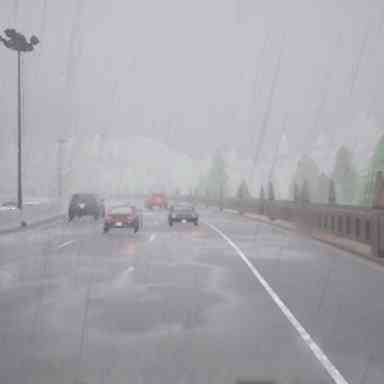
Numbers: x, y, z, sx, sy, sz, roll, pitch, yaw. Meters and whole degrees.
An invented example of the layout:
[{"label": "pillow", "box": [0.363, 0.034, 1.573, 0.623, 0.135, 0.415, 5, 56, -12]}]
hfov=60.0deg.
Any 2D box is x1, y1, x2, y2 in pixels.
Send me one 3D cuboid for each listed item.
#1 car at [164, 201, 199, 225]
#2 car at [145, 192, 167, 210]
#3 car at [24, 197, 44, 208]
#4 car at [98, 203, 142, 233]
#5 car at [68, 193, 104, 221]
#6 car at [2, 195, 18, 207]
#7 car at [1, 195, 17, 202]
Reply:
[{"label": "car", "box": [-0.751, 1.505, 22.859, 1.895, 1.301, 4.718, 0, 0, -6]}, {"label": "car", "box": [-4.452, 1.075, 40.893, 2.150, 2.045, 5.566, 0, 0, -16]}, {"label": "car", "box": [-19.331, 1.408, 40.800, 1.812, 1.442, 4.674, 0, 0, -19]}, {"label": "car", "box": [-3.897, 1.445, 19.158, 1.812, 1.442, 4.674, 0, 0, -5]}, {"label": "car", "box": [-8.292, 1.119, 26.424, 2.150, 2.045, 5.566, 0, 0, -9]}, {"label": "car", "box": [-25.895, 1.456, 47.807, 1.994, 1.385, 4.181, 0, 0, -24]}, {"label": "car", "box": [-42.473, 1.395, 77.154, 2.128, 1.511, 4.902, 0, 0, -45]}]
